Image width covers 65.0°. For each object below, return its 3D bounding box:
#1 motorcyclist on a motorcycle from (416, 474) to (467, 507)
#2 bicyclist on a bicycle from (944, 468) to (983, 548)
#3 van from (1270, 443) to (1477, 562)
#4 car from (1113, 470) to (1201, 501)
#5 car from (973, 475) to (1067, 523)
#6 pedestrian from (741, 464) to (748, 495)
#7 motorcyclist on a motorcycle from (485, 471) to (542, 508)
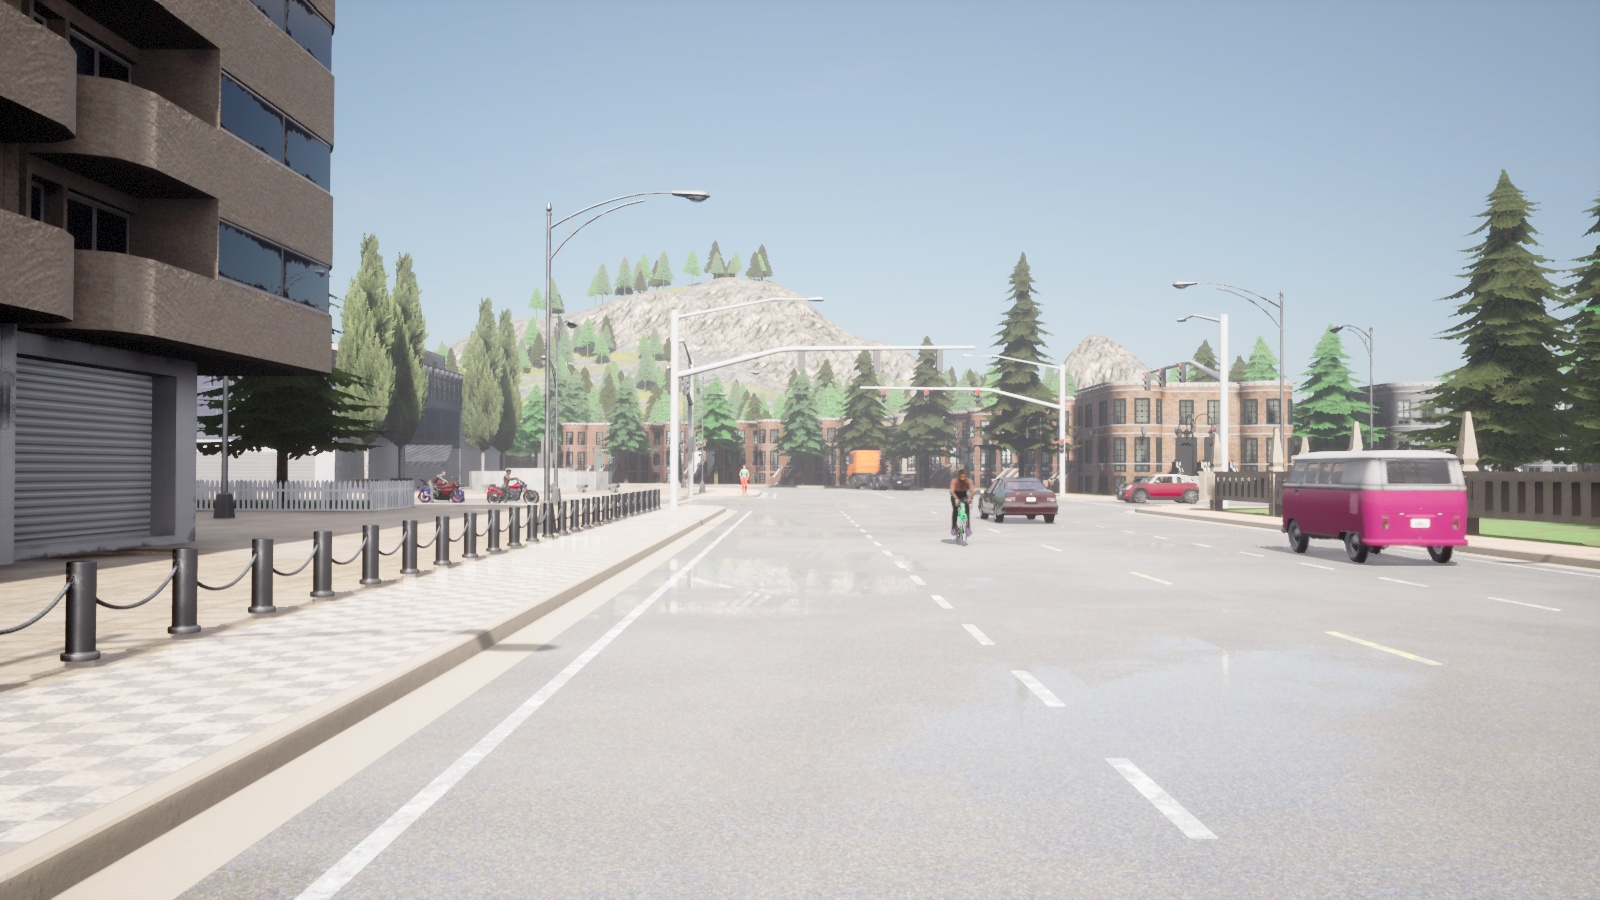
[{"bbox_3d":[-16.851,1.909,59.067,2.191,1.530,0.866,0,-1,0],"label":"motorcyclist on a motorcycle"},{"bbox_3d":[3.425,1.198,26.459,0.582,1.620,1.656,0,-1,0],"label":"bicyclist on a bicycle"},{"bbox_3d":[10.440,0.916,23.267,1.775,1.987,4.442,0,-1,0],"label":"van"},{"bbox_3d":[17.774,1.761,62.644,3.806,1.475,1.970,0,-1,-1],"label":"car"},{"bbox_3d":[6.898,1.506,39.958,2.033,1.411,5.357,0,-1,0],"label":"car"},{"bbox_3d":[-3.245,1.725,73.754,0.345,1.836,0.594,0,-1,-6],"label":"pedestrian"},{"bbox_3d":[-12.683,1.749,55.582,2.350,1.649,0.766,0,-1,0],"label":"motorcyclist on a motorcycle"}]
